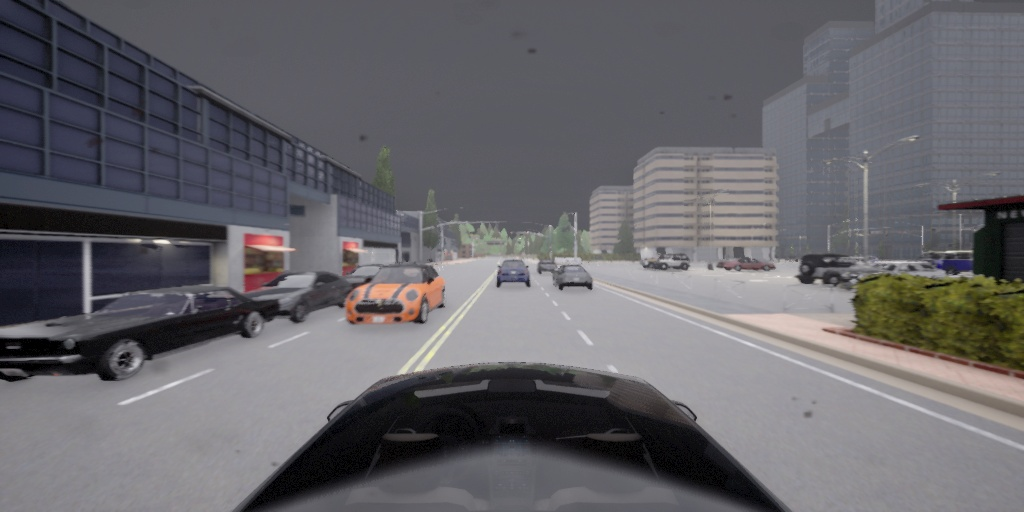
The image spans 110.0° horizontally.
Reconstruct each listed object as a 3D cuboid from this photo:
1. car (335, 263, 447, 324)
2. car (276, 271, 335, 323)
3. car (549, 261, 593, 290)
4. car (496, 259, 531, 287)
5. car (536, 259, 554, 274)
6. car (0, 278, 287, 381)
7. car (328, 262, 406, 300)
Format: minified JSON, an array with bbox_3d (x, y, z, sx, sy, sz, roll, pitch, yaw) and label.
[{"bbox_3d":[-3.509,1.053,11.663,2.097,1.767,4.553,0,1,0],"label":"car"},{"bbox_3d":[-7.005,1.237,12.003,1.812,1.442,4.674,0,0,0],"label":"car"},{"bbox_3d":[3.540,1.194,21.447,1.994,1.385,4.181,0,0,1],"label":"car"},{"bbox_3d":[0.089,0.979,23.545,2.097,1.767,4.553,0,0,0],"label":"car"},{"bbox_3d":[3.537,1.033,37.131,2.128,1.511,4.902,0,0,0],"label":"car"},{"bbox_3d":[-7.096,1.338,7.312,1.895,1.301,4.718,0,0,0],"label":"car"},{"bbox_3d":[-7.061,1.154,18.107,1.882,1.535,5.008,0,0,0],"label":"car"}]
